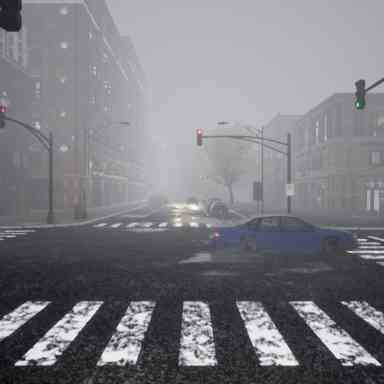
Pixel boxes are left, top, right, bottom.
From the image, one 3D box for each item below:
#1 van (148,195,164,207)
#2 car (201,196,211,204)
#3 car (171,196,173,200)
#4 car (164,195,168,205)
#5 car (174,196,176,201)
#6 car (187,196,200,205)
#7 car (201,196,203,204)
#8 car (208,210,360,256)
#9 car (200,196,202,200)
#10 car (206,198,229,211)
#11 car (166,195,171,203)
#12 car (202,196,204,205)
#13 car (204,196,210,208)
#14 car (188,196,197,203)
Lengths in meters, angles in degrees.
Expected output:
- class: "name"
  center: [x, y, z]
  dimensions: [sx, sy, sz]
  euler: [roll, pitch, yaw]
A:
- class: "van"
  center: [-5.622, 1.396, 50.698]
  dimensions: [1.690, 1.788, 3.998]
  euler: [0, 0, 0]
- class: "car"
  center: [2.782, 1.533, 67.776]
  dimensions: [1.967, 1.590, 4.097]
  euler: [0, 0, 0]
- class: "car"
  center: [-5.598, 1.659, 67.789]
  dimensions: [1.947, 1.339, 4.313]
  euler: [0, 0, 0]
- class: "car"
  center: [-5.614, 1.649, 56.395]
  dimensions: [1.802, 1.307, 4.206]
  euler: [0, 0, 0]
- class: "car"
  center: [-5.568, 1.682, 90.406]
  dimensions: [1.752, 1.417, 4.829]
  euler: [0, 0, 0]
- class: "car"
  center: [0.084, 1.553, 60.371]
  dimensions: [1.882, 1.535, 5.008]
  euler: [0, 0, 0]
- class: "car"
  center: [2.759, 1.637, 50.686]
  dimensions: [1.802, 1.307, 4.206]
  euler: [0, 0, 0]
- class: "car"
  center: [3.322, 1.553, 12.612]
  dimensions: [5.357, 1.411, 2.033]
  euler: [0, 0, 0]
- class: "car"
  center: [2.775, 1.630, 62.079]
  dimensions: [2.008, 1.369, 4.403]
  euler: [0, 0, 0]
- class: "car"
  center: [2.736, 1.578, 33.595]
  dimensions: [2.008, 1.369, 4.403]
  euler: [0, 0, 0]
- class: "car"
  center: [-5.607, 1.394, 62.092]
  dimensions: [2.192, 1.841, 5.009]
  euler: [0, 0, 0]
- class: "car"
  center: [2.751, 1.486, 44.988]
  dimensions: [1.967, 1.590, 4.097]
  euler: [0, 0, 0]
- class: "car"
  center: [2.744, 1.477, 39.292]
  dimensions: [1.967, 1.590, 4.097]
  euler: [0, 0, 0]
- class: "car"
  center: [0.098, 1.537, 70.788]
  dimensions: [1.812, 1.442, 4.674]
  euler: [0, 0, 0]
